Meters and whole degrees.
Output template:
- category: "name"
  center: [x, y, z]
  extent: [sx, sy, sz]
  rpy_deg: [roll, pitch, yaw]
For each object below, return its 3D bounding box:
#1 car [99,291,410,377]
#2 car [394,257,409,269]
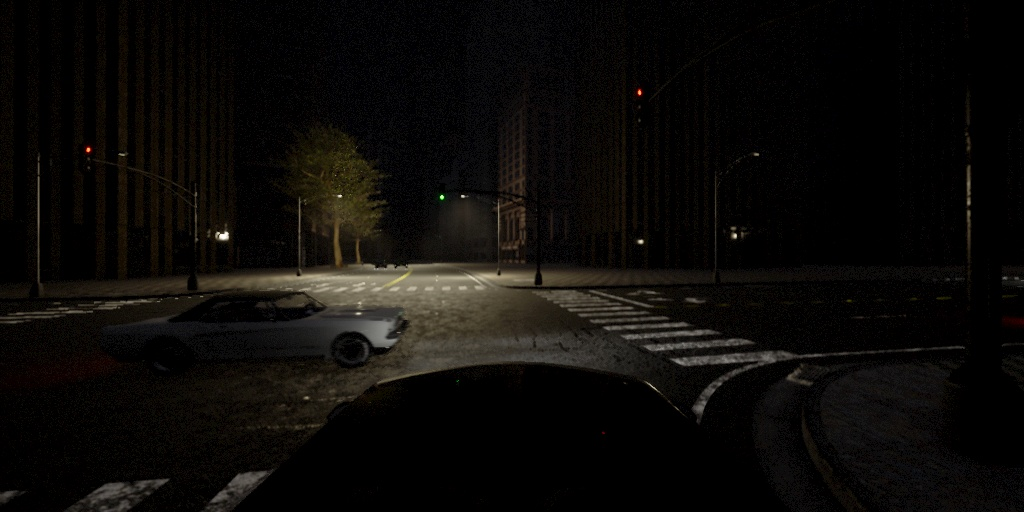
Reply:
- category: "car"
  center: [-4.472, 1.357, 6.983]
  extent: [4.718, 1.301, 1.895]
  rpy_deg: [0, 0, -8]
- category: "car"
  center: [-19.284, 1.129, 62.436]
  extent: [2.150, 2.045, 5.566]
  rpy_deg: [0, 0, -17]
